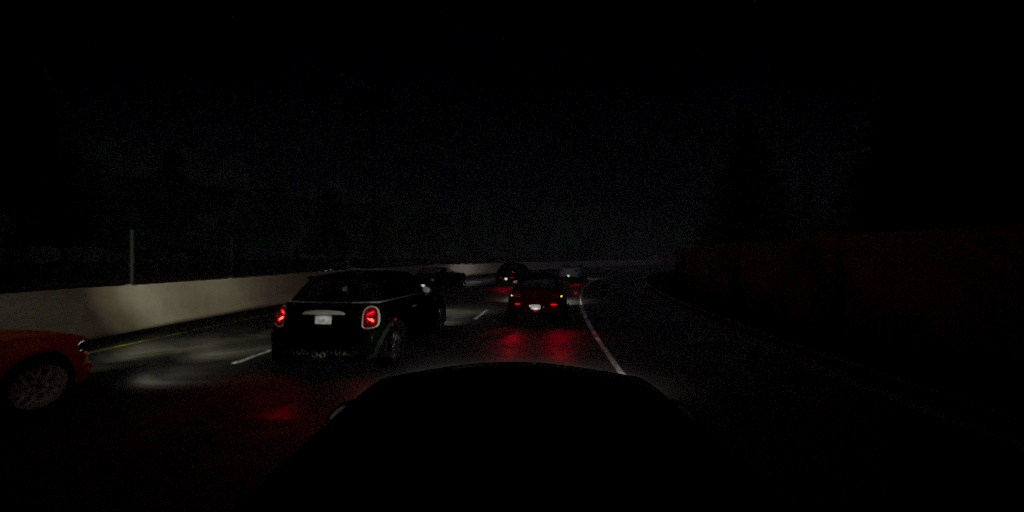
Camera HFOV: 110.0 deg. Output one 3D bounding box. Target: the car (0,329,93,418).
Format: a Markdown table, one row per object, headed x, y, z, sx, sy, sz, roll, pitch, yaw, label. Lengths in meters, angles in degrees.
| x | y | z | sx | sy | sz | roll | pitch | yaw | label |
| --- | --- | --- | --- | --- | --- | --- | --- | --- | --- |
| -6.773 | 1.196 | 2.838 | 1.882 | 1.535 | 5.008 | 0 | 0 | 1 | car |

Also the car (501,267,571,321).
| x | y | z | sx | sy | sz | roll | pitch | yaw | label |
| --- | --- | --- | --- | --- | --- | --- | --- | --- | --- |
| 0.960 | 1.283 | 12.461 | 1.812 | 1.442 | 4.674 | 0 | 0 | 7 | car |

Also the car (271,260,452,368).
| x | y | z | sx | sy | sz | roll | pitch | yaw | label |
| --- | --- | --- | --- | --- | --- | --- | --- | --- | --- |
| -2.990 | 1.090 | 8.081 | 2.097 | 1.767 | 4.553 | 0 | 0 | 4 | car |

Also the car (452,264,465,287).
| x | y | z | sx | sy | sz | roll | pitch | yaw | label |
| --- | --- | --- | --- | --- | --- | --- | --- | --- | --- |
| -4.448 | 1.335 | 21.942 | 1.895 | 1.301 | 4.718 | 0 | 0 | 13 | car |

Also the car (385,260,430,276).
| x | y | z | sx | sy | sz | roll | pitch | yaw | label |
| --- | --- | --- | --- | --- | --- | --- | --- | --- | --- |
| -10.844 | 1.186 | 37.676 | 1.882 | 1.535 | 5.008 | 0 | 0 | 21 | car |

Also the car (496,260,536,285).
| x | y | z | sx | sy | sz | roll | pitch | yaw | label |
| --- | --- | --- | --- | --- | --- | --- | --- | --- | --- |
| 0.245 | 1.262 | 26.039 | 1.837 | 1.490 | 4.892 | 0 | 0 | 15 | car |

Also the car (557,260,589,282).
| x | y | z | sx | sy | sz | roll | pitch | yaw | label |
| --- | --- | --- | --- | --- | --- | --- | --- | --- | --- |
| 5.087 | 1.307 | 29.825 | 1.812 | 1.442 | 4.674 | 0 | 0 | 19 | car |
